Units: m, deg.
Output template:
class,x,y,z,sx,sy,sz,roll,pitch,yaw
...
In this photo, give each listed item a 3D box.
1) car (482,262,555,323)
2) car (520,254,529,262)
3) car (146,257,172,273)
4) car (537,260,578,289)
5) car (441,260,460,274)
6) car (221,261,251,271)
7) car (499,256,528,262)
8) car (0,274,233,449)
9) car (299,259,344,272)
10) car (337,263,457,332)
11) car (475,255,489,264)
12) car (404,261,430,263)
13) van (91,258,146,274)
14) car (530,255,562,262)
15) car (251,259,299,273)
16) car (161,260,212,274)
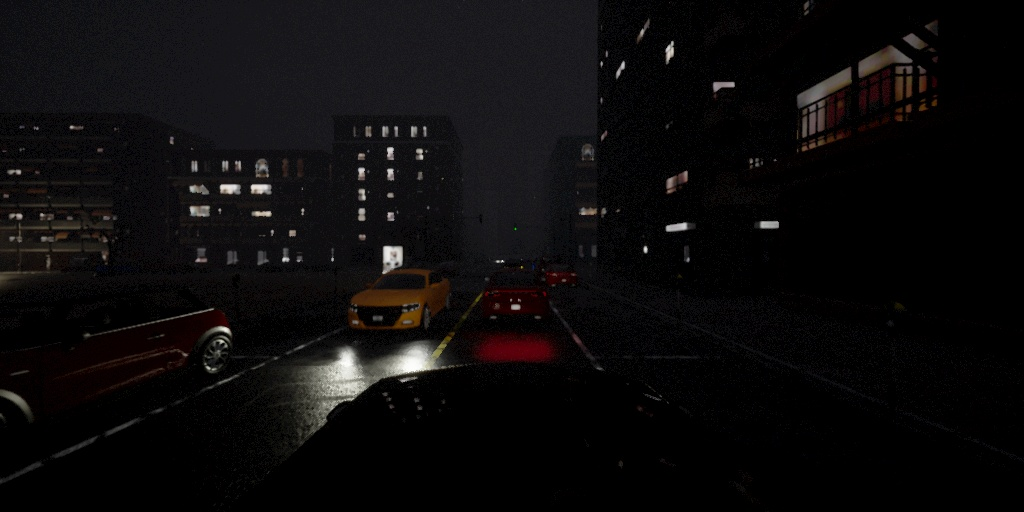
class,x,y,z,sx,sy,sz,roll,pitch,yaw
car,0.106,1.131,11.703,1.882,1.535,5.008,0,1,0
car,2.755,0.753,64.334,1.802,1.307,4.207,0,0,0
car,-44.443,1.197,45.354,5.566,2.045,2.150,-1,1,0
car,2.710,1.113,20.886,1.888,1.381,4.507,0,0,0
car,-5.660,1.046,31.951,1.802,1.307,4.207,0,0,0
car,-39.112,1.383,51.227,4.207,1.307,1.802,0,0,0
car,0.126,0.996,29.106,1.837,1.490,4.892,0,1,0
car,-5.689,1.164,4.314,1.967,1.591,4.097,0,0,0
car,-22.350,1.252,42.740,4.403,1.370,2.007,0,0,0
car,-3.090,1.140,10.759,1.882,1.535,5.008,0,1,0
car,-5.627,0.737,64.355,1.948,1.339,4.313,0,0,0
car,-5.671,1.007,20.896,1.967,1.591,4.097,0,0,0
van,-46.809,1.399,42.695,3.998,1.789,1.690,0,0,0
car,2.715,0.831,26.414,2.192,1.841,5.009,0,0,0
car,-27.919,1.333,42.706,4.403,1.370,2.007,0,0,0
car,-38.349,1.480,42.689,4.507,1.381,1.888,0,0,0
